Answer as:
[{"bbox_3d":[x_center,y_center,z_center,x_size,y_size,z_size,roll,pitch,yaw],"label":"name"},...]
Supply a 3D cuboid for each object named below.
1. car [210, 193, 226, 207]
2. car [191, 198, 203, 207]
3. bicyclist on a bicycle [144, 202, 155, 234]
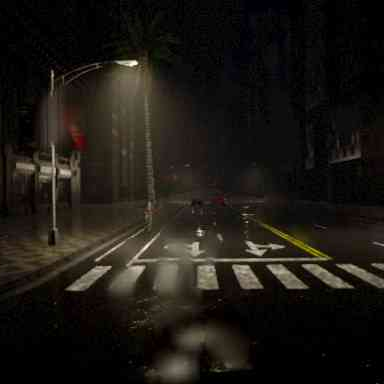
[{"bbox_3d":[4.031,1.133,51.211,2.150,2.045,5.566,-1,0,2],"label":"car"},{"bbox_3d":[0.789,1.557,51.307,1.895,1.301,4.718,-1,0,2],"label":"car"},{"bbox_3d":[-2.415,1.434,18.633,0.659,1.776,1.843,-1,0,2],"label":"bicyclist on a bicycle"}]
